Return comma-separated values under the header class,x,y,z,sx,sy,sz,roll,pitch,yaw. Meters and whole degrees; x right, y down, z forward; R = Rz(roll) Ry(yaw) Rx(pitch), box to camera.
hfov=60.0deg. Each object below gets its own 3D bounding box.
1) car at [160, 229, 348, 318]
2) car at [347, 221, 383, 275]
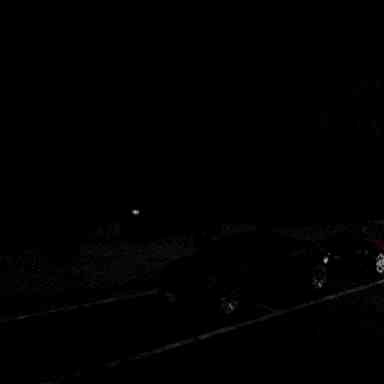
class,x,y,z,sx,sy,sz,roll,pitch,yaw
car,1.366,1.609,7.515,4.313,1.339,1.947,1,-1,-36
car,5.964,1.634,10.797,4.507,1.381,1.887,1,-1,-36
